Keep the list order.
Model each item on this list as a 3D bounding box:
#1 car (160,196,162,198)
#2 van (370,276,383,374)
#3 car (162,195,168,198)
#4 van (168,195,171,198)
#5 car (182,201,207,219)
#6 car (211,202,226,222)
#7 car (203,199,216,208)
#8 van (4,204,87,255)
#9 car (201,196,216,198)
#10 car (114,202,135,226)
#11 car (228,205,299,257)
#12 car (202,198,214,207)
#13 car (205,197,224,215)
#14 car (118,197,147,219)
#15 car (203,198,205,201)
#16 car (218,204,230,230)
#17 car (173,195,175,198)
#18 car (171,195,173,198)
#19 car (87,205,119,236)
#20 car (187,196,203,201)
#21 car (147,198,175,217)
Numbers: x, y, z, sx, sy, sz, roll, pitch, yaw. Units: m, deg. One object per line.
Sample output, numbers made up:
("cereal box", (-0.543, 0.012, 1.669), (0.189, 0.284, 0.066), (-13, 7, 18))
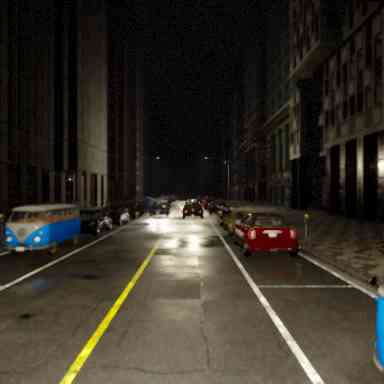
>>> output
("car", (-5.789, 1.652, 47.084), (1.967, 1.590, 4.097), (0, 0, 0))
("van", (2.759, 1.351, 2.007), (1.690, 1.788, 3.998), (0, 0, 0))
("car", (-5.795, 1.703, 58.357), (1.967, 1.590, 4.097), (0, 0, 0))
("van", (-5.801, 1.655, 69.630), (1.690, 1.788, 3.998), (0, 0, 0))
("car", (0.081, 1.739, 30.638), (1.895, 1.301, 4.718), (0, 0, 0))
("car", (2.748, 1.661, 24.551), (2.008, 1.369, 4.403), (0, 0, 0))
("car", (2.733, 1.782, 52.733), (1.887, 1.381, 4.507), (0, 0, 0))
("van", (-5.772, 1.401, 13.264), (1.690, 1.788, 3.998), (0, 0, 0))
("car", (2.735, 1.527, 47.098), (2.192, 1.841, 5.009), (0, 0, 0))
("car", (-5.777, 1.676, 24.536), (1.947, 1.339, 4.313), (0, 0, 0))
("car", (2.753, 1.500, 13.280), (1.967, 1.590, 4.097), (0, 0, 0))
("car", (2.730, 1.829, 58.369), (1.947, 1.339, 4.313), (0, 0, 0))
("car", (2.742, 1.601, 35.824), (1.967, 1.590, 4.097), (0, 0, 0))
("car", (-5.781, 1.451, 30.173), (2.192, 1.841, 5.009), (0, 0, 0))
("car", (2.739, 1.753, 41.460), (1.947, 1.339, 4.313), (0, 0, 0))
("car", (2.751, 1.611, 19.085), (1.752, 1.417, 4.829), (0, 0, 0))
("car", (-5.807, 1.919, 80.902), (2.008, 1.369, 4.403), (0, 0, 0))
("car", (-5.804, 1.865, 75.096), (1.752, 1.417, 4.829), (0, 0, 0))
("car", (-5.774, 1.651, 18.899), (1.947, 1.339, 4.313), (0, 0, 0))
("car", (0.019, 1.699, 46.033), (2.128, 1.511, 4.902), (0, 0, 0))
("car", (-3.113, 1.639, 32.853), (2.128, 1.511, 4.902), (0, 0, 0))
